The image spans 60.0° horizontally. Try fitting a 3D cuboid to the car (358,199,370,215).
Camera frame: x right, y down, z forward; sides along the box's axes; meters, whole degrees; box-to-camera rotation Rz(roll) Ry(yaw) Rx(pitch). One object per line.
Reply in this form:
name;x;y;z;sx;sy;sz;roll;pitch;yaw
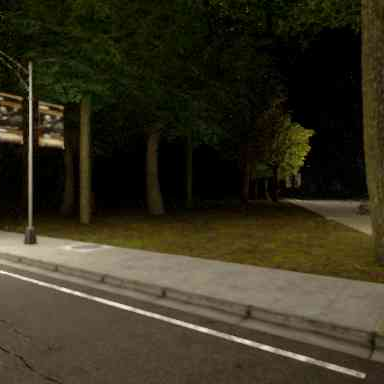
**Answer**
car;17.714;1.398;32.588;1.812;1.442;4.674;0;0;13
